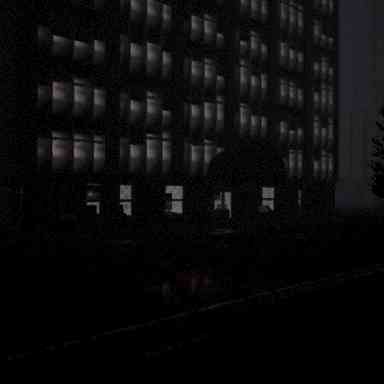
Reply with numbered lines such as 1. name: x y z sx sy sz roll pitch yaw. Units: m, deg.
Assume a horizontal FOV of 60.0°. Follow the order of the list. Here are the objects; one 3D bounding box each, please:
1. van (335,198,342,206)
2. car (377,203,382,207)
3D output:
1. van: 27.298 1.973 64.885 1.690 1.788 3.998 -1 -1 -22
2. car: 37.181 2.127 62.815 1.947 1.339 4.313 -1 -1 -22
